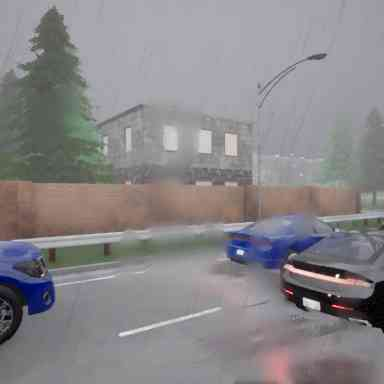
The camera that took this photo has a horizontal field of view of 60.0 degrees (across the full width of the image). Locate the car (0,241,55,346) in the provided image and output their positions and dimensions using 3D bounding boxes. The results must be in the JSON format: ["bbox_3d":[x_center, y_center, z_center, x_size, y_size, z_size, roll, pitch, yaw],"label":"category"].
[{"bbox_3d":[-4.907,1.221,4.539,5.566,2.045,2.150,0,0,-35],"label":"car"}]

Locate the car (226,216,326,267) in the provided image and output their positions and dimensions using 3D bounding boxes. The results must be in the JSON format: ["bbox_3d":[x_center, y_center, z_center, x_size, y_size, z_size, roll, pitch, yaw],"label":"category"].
[{"bbox_3d":[3.323,1.479,10.435,5.008,1.535,1.882,0,0,-36],"label":"car"}]

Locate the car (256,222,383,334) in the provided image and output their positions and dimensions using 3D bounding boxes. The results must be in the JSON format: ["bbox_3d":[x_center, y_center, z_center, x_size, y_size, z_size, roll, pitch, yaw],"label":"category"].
[{"bbox_3d":[3.794,1.492,6.472,4.902,1.511,2.128,0,0,-35],"label":"car"}]
